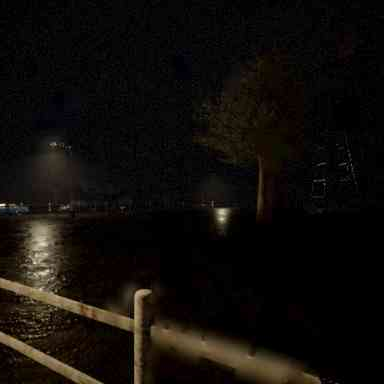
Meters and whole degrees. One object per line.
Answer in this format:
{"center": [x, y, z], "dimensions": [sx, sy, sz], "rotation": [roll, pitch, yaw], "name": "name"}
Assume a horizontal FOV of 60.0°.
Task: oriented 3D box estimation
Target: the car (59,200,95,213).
{"center": [-15.192, 1.912, 44.040], "dimensions": [2.097, 1.767, 4.553], "rotation": [-2, -2, 36], "name": "car"}

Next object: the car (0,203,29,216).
{"center": [-20.729, 1.950, 36.332], "dimensions": [2.033, 1.411, 5.357], "rotation": [-2, -2, 35], "name": "car"}

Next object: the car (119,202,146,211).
{"center": [-9.257, 2.259, 52.283], "dimensions": [1.812, 1.442, 4.674], "rotation": [-2, -2, 36], "name": "car"}
